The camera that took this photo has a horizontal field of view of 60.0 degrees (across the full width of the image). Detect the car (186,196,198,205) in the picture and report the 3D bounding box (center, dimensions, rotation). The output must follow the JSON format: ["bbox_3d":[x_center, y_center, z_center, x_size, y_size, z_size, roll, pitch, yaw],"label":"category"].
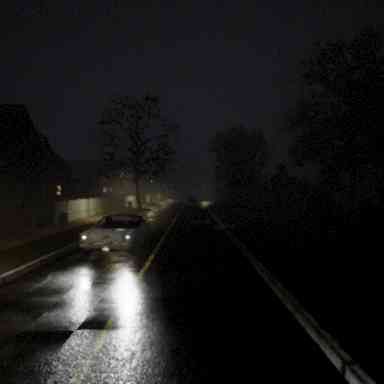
[{"bbox_3d":[-0.003,1.430,55.622,2.033,1.411,5.357,0,0,0],"label":"car"}]

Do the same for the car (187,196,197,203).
[{"bbox_3d":[-0.003,1.468,66.080,1.895,1.301,4.718,0,0,0],"label":"car"}]

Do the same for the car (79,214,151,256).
[{"bbox_3d":[-2.831,1.572,13.125,1.895,1.301,4.718,0,0,0],"label":"car"}]
